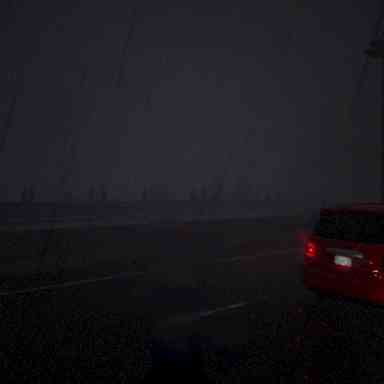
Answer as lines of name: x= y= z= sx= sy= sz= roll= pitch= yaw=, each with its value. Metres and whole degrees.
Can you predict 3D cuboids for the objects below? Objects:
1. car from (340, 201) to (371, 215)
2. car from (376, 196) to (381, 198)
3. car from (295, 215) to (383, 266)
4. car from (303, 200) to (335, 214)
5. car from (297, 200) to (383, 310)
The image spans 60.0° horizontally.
car: x=18.107 y=1.723 z=36.661 sx=1.994 sy=1.385 sz=4.181 roll=0 pitch=0 yaw=42
car: x=21.003 y=1.385 z=34.587 sx=2.150 sy=2.045 sz=5.566 roll=0 pitch=0 yaw=42
car: x=6.157 y=1.654 z=12.461 sx=4.718 sy=1.301 sz=1.895 roll=0 pitch=0 yaw=-35
car: x=14.545 y=1.675 z=37.937 sx=1.812 sy=1.442 sz=4.674 roll=0 pitch=0 yaw=43
car: x=4.741 y=1.258 z=7.174 sx=5.566 sy=2.045 sz=2.150 roll=0 pitch=0 yaw=-35
